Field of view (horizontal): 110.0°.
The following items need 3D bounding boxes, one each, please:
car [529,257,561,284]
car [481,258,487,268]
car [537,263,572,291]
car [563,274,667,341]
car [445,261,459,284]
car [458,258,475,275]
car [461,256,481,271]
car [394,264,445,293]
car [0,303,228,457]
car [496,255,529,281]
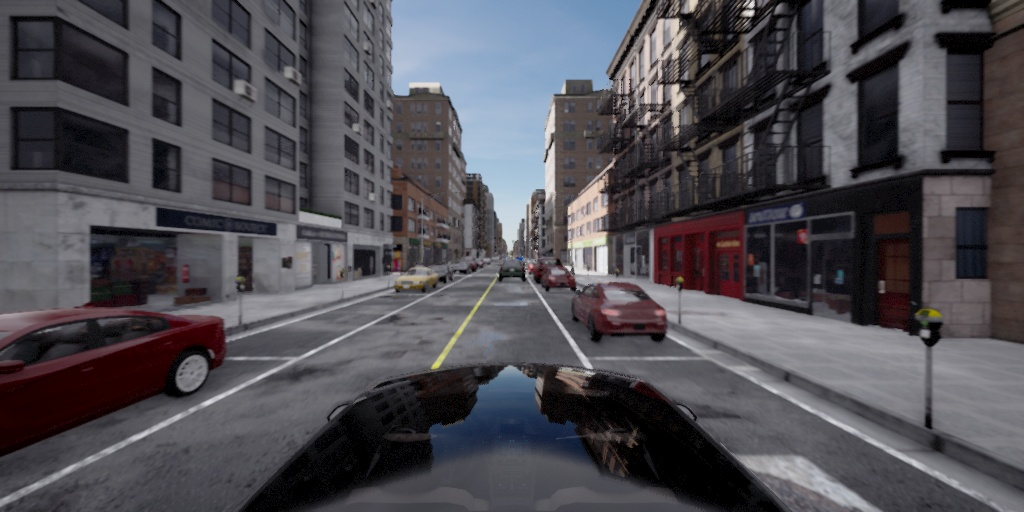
[{"bbox_3d":[2.645,1.006,26.551,2.192,1.841,5.009,0,0,0],"label":"car"},{"bbox_3d":[-5.371,1.053,54.956,1.967,1.591,4.097,0,0,0],"label":"car"},{"bbox_3d":[2.644,1.289,20.870,1.802,1.307,4.207,0,0,0],"label":"car"},{"bbox_3d":[2.640,1.316,9.506,1.802,1.307,4.207,0,0,0],"label":"car"},{"bbox_3d":[-5.380,1.258,26.548,1.948,1.339,4.313,0,0,0],"label":"car"},{"bbox_3d":[-5.376,1.226,37.911,1.948,1.339,4.313,0,0,0],"label":"car"},{"bbox_3d":[-5.375,0.960,43.593,2.192,1.841,5.009,0,0,0],"label":"car"},{"bbox_3d":[-5.382,1.233,20.696,1.751,1.417,4.829,0,0,0],"label":"car"},{"bbox_3d":[-5.386,1.291,3.819,1.888,1.381,4.507,0,0,0],"label":"car"},{"bbox_3d":[0.025,1.036,29.141,2.097,1.767,4.553,0,0,0],"label":"car"}]
